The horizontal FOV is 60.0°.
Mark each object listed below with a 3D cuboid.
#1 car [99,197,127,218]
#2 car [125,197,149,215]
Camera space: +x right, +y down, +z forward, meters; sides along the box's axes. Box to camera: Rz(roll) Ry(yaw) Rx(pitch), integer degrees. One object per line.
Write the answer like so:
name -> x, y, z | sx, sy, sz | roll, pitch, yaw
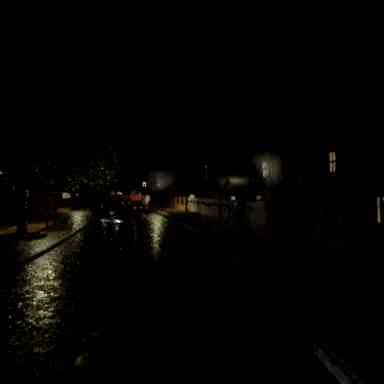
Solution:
car -> -7.472, 1.529, 30.511 | 2.128, 1.511, 4.902 | 0, 0, -16
car -> -5.786, 1.582, 35.036 | 2.033, 1.411, 5.357 | 0, 0, -18
